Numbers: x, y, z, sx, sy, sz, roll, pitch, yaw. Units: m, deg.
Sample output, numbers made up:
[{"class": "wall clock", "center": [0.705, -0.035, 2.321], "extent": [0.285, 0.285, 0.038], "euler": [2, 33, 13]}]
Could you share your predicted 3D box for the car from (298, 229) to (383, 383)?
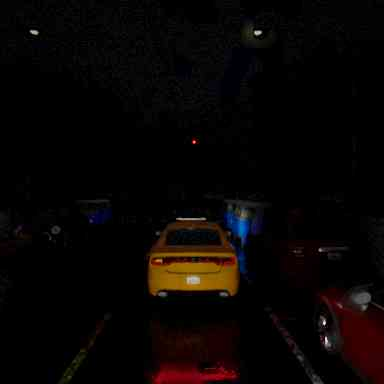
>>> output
[{"class": "car", "center": [2.746, 1.439, 3.325], "extent": [1.967, 1.590, 4.097], "euler": [0, 0, 0]}]

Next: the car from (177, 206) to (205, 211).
[{"class": "car", "center": [-0.051, 1.487, 18.092], "extent": [2.128, 1.511, 4.902], "euler": [0, 0, 0]}]

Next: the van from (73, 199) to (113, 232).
[{"class": "van", "center": [-5.868, 1.336, 19.592], "extent": [1.690, 1.788, 3.998], "euler": [0, 0, 0]}]

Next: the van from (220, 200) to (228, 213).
[{"class": "van", "center": [2.657, 1.336, 19.638], "extent": [1.690, 1.788, 3.998], "euler": [0, 0, 0]}]

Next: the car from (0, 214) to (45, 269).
[{"class": "car", "center": [-5.807, 1.523, 8.547], "extent": [1.752, 1.417, 4.829], "euler": [0, 0, 0]}]

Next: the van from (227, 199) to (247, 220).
[{"class": "van", "center": [2.687, 1.337, 14.200], "extent": [1.690, 1.788, 3.998], "euler": [0, 0, 0]}]

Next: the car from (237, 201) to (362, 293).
[{"class": "car", "center": [2.716, 1.312, 8.763], "extent": [2.192, 1.841, 5.009], "euler": [0, 0, 0]}]

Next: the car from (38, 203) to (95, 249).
[{"class": "car", "center": [-5.838, 1.436, 14.154], "extent": [1.967, 1.590, 4.097], "euler": [0, 0, 0]}]

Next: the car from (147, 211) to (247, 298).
[{"class": "car", "center": [0.038, 1.475, 8.590], "extent": [1.882, 1.535, 5.008], "euler": [0, 0, 0]}]
